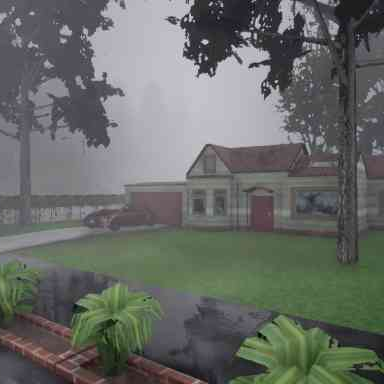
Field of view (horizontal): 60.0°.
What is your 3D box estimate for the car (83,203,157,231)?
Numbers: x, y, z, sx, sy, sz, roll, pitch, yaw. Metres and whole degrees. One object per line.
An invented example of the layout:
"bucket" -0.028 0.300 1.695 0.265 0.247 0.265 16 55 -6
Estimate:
"car" -3.872 1.300 18.374 1.994 1.381 4.181 0 0 35
